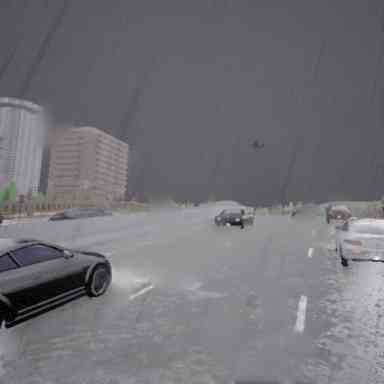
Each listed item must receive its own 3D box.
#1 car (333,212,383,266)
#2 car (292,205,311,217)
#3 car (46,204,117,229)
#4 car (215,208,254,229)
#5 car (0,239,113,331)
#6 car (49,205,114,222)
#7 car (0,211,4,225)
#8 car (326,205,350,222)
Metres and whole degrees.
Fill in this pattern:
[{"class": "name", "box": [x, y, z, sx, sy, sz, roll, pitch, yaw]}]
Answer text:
[{"class": "car", "box": [6.109, 1.662, 11.652, 1.812, 1.442, 4.674, 0, 0, 21]}, {"class": "car", "box": [12.781, 2.213, 38.908, 2.033, 1.411, 5.357, 0, -3, 21]}, {"class": "car", "box": [-7.920, 1.702, 24.520, 2.033, 1.411, 5.357, 0, -1, 21]}, {"class": "car", "box": [3.144, 1.818, 23.501, 1.895, 1.301, 4.718, 0, -1, 21]}, {"class": "car", "box": [-3.373, 1.597, 6.453, 1.994, 1.385, 4.181, 0, 0, 21]}, {"class": "car", "box": [-6.252, 1.683, 19.077, 1.994, 1.385, 4.181, 0, 0, 21]}, {"class": "car", "box": [-13.583, 1.580, 19.508, 1.837, 1.490, 4.892, 0, 0, 21]}, {"class": "car", "box": [12.773, 1.862, 29.084, 1.812, 1.442, 4.674, 0, -1, 21]}]
